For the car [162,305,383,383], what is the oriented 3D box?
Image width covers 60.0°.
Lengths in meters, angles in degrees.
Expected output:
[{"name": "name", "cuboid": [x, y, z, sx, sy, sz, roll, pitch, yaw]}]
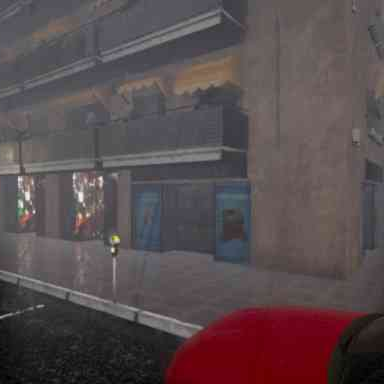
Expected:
[{"name": "car", "cuboid": [2.039, 1.315, 1.422, 5.009, 1.841, 2.192, 0, 0, 36]}]
